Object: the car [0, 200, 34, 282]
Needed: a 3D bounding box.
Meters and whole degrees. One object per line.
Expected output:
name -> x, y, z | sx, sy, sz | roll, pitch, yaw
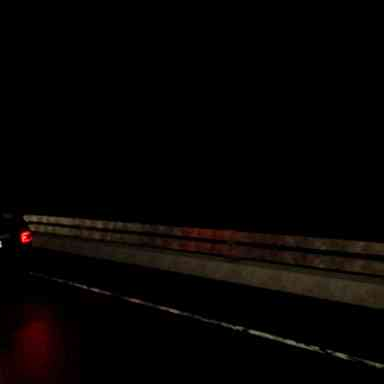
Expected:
car -> -6.282, 1.203, 8.474 | 5.566, 2.045, 2.150 | 0, 0, 36
